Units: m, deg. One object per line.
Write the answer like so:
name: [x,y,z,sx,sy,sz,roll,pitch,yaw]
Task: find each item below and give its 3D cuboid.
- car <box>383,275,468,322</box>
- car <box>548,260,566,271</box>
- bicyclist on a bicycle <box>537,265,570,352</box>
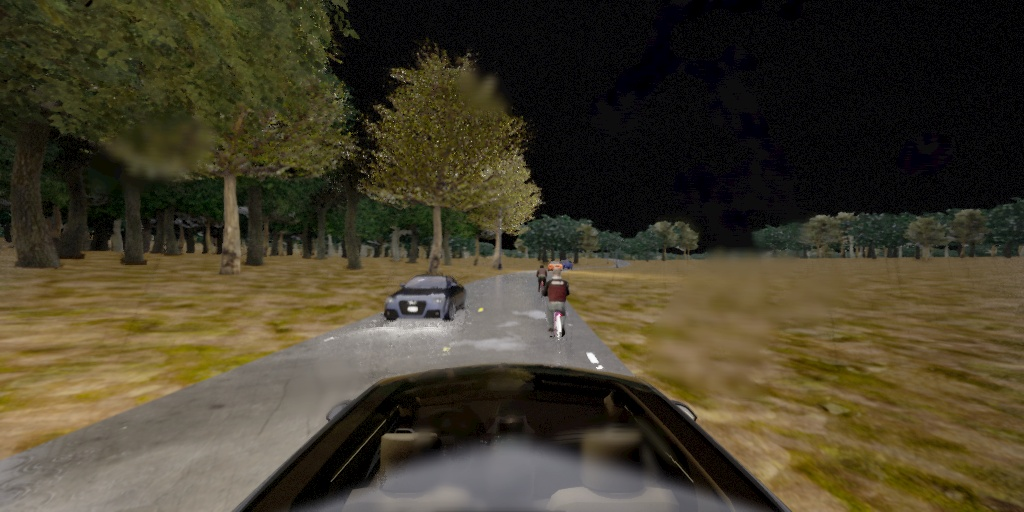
car: [-2.760,1.337,12.269,1.994,1.385,4.181,0,0,3]
car: [7.246,1.633,59.453,2.097,1.767,4.553,0,-1,13]
bicyclist on a bicycle: [0.991,1.129,8.091,0.659,1.776,1.843,0,0,2]
